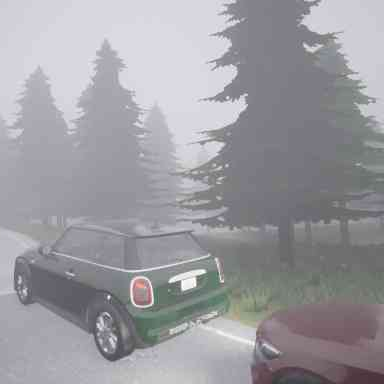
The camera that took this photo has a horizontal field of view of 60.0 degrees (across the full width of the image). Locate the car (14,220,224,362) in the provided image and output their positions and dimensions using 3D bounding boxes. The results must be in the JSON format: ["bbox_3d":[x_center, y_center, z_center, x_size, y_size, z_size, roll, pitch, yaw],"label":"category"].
[{"bbox_3d":[-1.576,1.308,6.213,4.553,1.767,2.097,1,1,44],"label":"car"}]

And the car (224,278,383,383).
[{"bbox_3d":[2.754,1.531,2.593,4.674,1.442,1.812,1,0,36],"label":"car"}]
